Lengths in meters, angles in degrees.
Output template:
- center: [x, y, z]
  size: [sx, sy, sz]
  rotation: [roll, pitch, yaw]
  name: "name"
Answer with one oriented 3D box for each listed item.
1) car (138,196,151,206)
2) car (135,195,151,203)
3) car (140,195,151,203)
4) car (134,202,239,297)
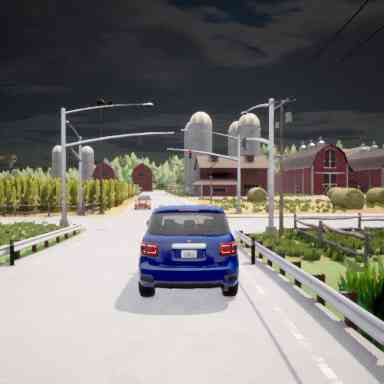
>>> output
- center: [-7.602, 1.393, 53.170]
  size: [1.994, 1.385, 4.181]
  rotation: [0, 1, -8]
  name: "car"
- center: [-6.390, 1.335, 43.508]
  size: [2.097, 1.767, 4.553]
  rotation: [0, 1, -7]
  name: "car"
- center: [-8.849, 1.234, 63.135]
  size: [1.994, 1.385, 4.181]
  rotation: [0, 1, -7]
  name: "car"
- center: [-0.109, 1.365, 9.053]
  size: [2.150, 2.045, 5.566]
  rotation: [0, -2, -1]
  name: "car"
